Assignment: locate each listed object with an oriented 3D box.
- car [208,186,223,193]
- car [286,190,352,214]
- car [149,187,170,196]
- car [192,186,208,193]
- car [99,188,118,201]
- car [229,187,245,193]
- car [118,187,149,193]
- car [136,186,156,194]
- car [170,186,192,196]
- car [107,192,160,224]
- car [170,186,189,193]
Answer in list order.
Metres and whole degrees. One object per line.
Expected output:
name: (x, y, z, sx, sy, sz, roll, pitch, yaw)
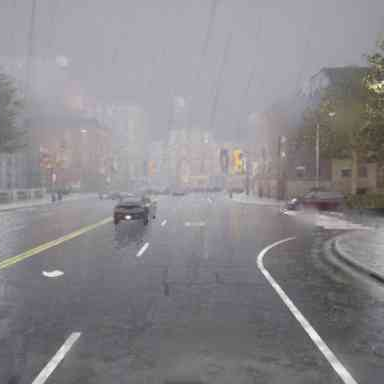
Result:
car: (5.087, -0.587, 72.817, 1.882, 1.535, 5.008, 1, 2, 34)
car: (9.491, 0.641, 25.164, 4.553, 1.767, 2.097, 0, 2, 7)
car: (-5.170, -0.099, 57.820, 2.033, 1.411, 5.357, 0, 2, 13)
car: (0.839, -0.524, 72.675, 2.033, 1.411, 5.357, 1, 2, 31)
car: (-10.095, 0.313, 41.215, 2.128, 1.511, 4.902, 0, 2, 1)
car: (9.925, -0.528, 73.495, 1.994, 1.385, 4.181, 1, 2, 40)
car: (-6.681, 0.446, 38.556, 2.033, 1.411, 5.357, 0, 2, 1)
car: (-9.162, -0.394, 67.132, 2.002, 1.452, 4.674, 1, 2, 20)
car: (-1.834, -0.010, 55.324, 1.994, 1.385, 4.181, 0, 2, 10)
car: (-3.199, 0.953, 19.247, 1.837, 1.490, 4.892, 0, 2, 1)
car: (-2.662, -0.568, 73.626, 2.128, 1.511, 4.902, 1, 2, 28)
